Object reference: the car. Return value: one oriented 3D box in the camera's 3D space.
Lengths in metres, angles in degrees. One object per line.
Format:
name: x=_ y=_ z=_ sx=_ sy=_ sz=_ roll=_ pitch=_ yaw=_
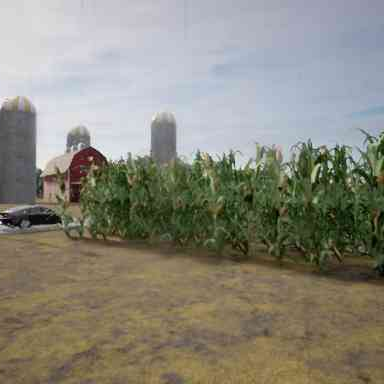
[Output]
car: x=-10.455 y=1.663 z=22.715 sx=1.837 sy=1.490 sz=4.892 roll=1 pitch=0 yaw=36
